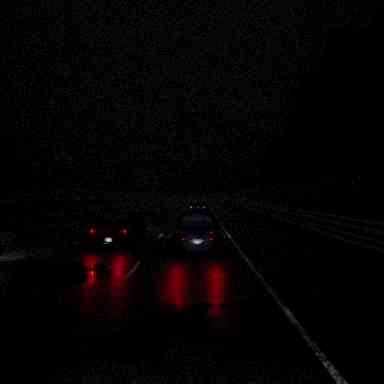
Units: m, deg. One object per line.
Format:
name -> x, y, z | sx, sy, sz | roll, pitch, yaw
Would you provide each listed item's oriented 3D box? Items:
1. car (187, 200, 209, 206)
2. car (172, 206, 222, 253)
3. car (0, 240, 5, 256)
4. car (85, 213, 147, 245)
car -> 0.558, 1.522, 30.809 | 2.128, 1.511, 4.902 | 0, 0, 2
car -> 0.210, 1.520, 13.643 | 1.812, 1.442, 4.674 | 0, 0, 1
car -> -6.852, 1.539, 8.041 | 2.033, 1.411, 5.357 | 0, 0, 0
car -> -3.269, 1.596, 15.399 | 1.895, 1.301, 4.718 | 0, 0, 1
